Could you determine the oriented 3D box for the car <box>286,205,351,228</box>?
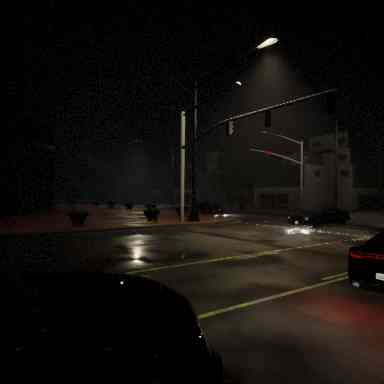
[{"bbox_3d":[8.990,1.647,23.289,5.357,1.411,2.033,1,0,-35],"label":"car"}]

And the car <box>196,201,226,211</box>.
[{"bbox_3d":[1.756,1.656,36.088,1.994,1.385,4.181,1,-1,-35],"label":"car"}]

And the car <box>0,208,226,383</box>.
[{"bbox_3d":[-2.382,1.222,2.045,5.566,2.045,2.150,0,0,-36],"label":"car"}]

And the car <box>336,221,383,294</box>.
[{"bbox_3d":[5.700,1.498,7.843,5.008,1.535,1.882,0,0,-35],"label":"car"}]
